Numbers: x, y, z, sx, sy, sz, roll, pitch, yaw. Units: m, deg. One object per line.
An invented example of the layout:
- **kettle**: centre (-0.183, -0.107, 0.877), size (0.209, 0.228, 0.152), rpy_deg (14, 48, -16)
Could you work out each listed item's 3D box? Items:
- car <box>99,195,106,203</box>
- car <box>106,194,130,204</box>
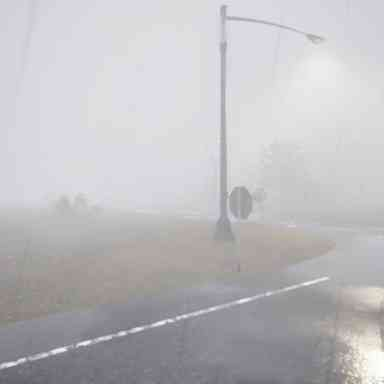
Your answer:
- **car**: centre (-15.581, 1.223, 61.426), size (2.128, 1.511, 4.902), rpy_deg (0, 0, -34)
- **car**: centre (-12.352, 1.095, 56.689), size (2.097, 1.767, 4.553), rpy_deg (0, 0, -33)
